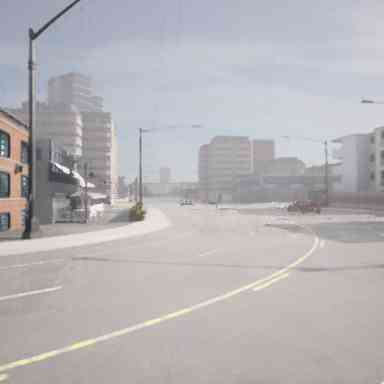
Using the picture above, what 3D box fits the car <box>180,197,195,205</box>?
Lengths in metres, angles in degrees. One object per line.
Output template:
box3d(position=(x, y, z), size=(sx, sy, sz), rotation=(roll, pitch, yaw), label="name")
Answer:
box3d(position=(-0.755, 1.415, 51.990), size=(2.097, 1.767, 4.553), rotation=(0, 0, -9), label="car")

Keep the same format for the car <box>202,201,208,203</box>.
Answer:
box3d(position=(2.714, 1.632, 52.467), size=(1.895, 1.301, 4.718), rotation=(0, 0, -9), label="car")

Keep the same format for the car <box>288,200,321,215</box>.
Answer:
box3d(position=(12.121, 1.590, 35.928), size=(1.812, 1.442, 4.674), rotation=(0, -1, -9), label="car")
